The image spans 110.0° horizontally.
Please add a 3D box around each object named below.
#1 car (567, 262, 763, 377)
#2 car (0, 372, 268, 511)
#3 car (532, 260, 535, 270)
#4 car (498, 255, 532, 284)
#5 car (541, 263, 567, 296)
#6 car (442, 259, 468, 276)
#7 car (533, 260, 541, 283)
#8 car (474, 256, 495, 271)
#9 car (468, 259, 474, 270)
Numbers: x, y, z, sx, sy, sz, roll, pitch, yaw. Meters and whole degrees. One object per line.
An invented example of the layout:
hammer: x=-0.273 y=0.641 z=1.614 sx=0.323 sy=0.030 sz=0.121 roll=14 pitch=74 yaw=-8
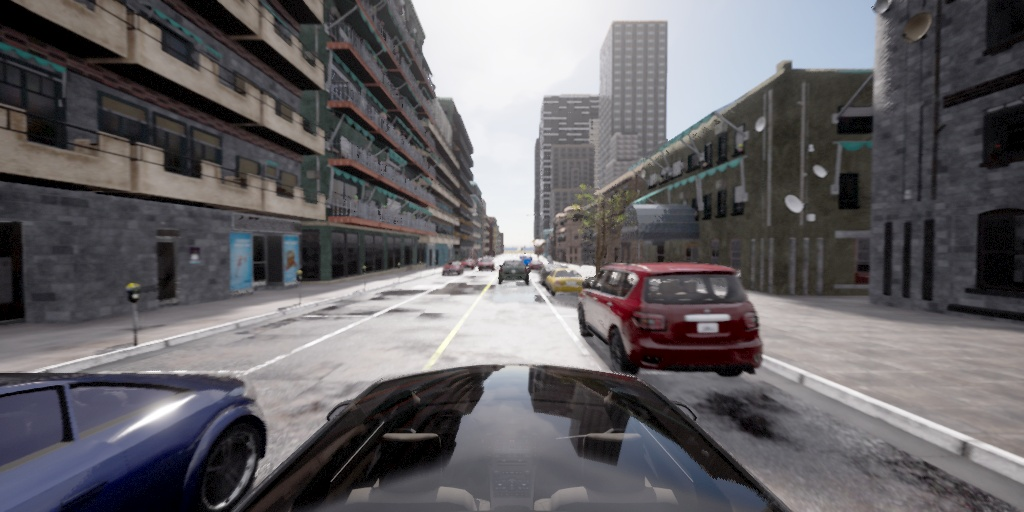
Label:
car: x=2.659 y=1.037 z=7.223 sx=2.192 sy=1.841 sz=5.009 roll=0 pitch=0 yaw=0
car: x=-3.101 y=1.317 z=1.374 sx=1.994 sy=1.385 sz=4.181 roll=0 pitch=0 yaw=0
car: x=2.706 y=1.130 z=40.702 sx=1.802 sy=1.307 sz=4.207 roll=0 pitch=0 yaw=0
car: x=0.108 y=0.982 z=25.340 sx=2.097 sy=1.767 sz=4.553 roll=0 pitch=0 yaw=0
car: x=2.687 y=1.191 z=18.552 sx=1.751 sy=1.417 sz=4.829 roll=0 pitch=0 yaw=0
car: x=-5.677 y=1.162 z=35.080 sx=1.802 sy=1.307 sz=4.207 roll=0 pitch=0 yaw=0
car: x=2.704 y=1.188 z=23.961 sx=2.007 sy=1.370 sz=4.403 roll=0 pitch=0 yaw=0
car: x=-3.033 y=1.013 z=43.127 sx=1.882 sy=1.535 sz=5.008 roll=0 pitch=0 yaw=1
car: x=-5.672 y=1.064 z=46.240 sx=1.888 sy=1.381 sz=4.507 roll=0 pitch=0 yaw=0
